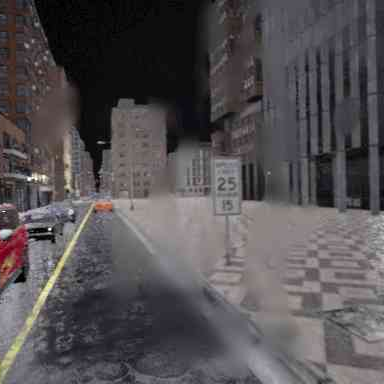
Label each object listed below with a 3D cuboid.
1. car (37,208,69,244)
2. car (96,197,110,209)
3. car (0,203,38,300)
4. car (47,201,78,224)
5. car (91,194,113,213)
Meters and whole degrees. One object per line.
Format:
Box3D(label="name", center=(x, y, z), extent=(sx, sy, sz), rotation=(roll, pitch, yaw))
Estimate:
Box3D(label="car", center=(-7.427, 1.715, 16.297), extent=(1.895, 1.301, 4.718), rotation=(-2, 0, -16))
Box3D(label="car", center=(-13.232, 1.588, 49.224), extent=(1.882, 1.535, 5.008), rotation=(-2, 0, -16))
Box3D(label="car", center=(-4.841, 1.313, 6.827), extent=(2.150, 2.045, 5.566), rotation=(-2, 0, -17))
Box3D(label="car", center=(-10.088, 1.490, 25.926), extent=(2.097, 1.767, 4.553), rotation=(-2, 0, -15))
Box3D(label="car", center=(-10.525, 1.439, 39.447), extent=(2.097, 1.767, 4.553), rotation=(-2, 0, -15))
